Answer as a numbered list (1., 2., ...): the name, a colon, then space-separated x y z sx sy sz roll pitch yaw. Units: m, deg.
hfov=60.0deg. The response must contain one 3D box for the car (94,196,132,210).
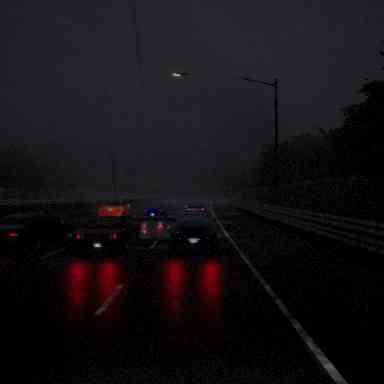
1. car: -6.629 1.487 29.212 2.097 1.767 4.553 0 0 1

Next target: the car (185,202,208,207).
1. car: 0.370 1.618 29.066 2.128 1.511 4.902 0 0 1

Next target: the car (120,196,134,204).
1. car: -14.986 1.886 76.927 2.097 1.767 4.553 0 -1 4

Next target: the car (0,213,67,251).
1. car: -6.908 1.605 14.310 2.033 1.411 5.357 0 0 1

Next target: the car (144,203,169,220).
1. car: -3.129 1.655 29.154 1.812 1.442 4.674 0 0 1

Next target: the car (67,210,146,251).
1. car: -3.408 1.658 14.296 1.895 1.301 4.718 0 0 1

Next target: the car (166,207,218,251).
1. car: 0.091 1.575 14.223 1.812 1.442 4.674 0 0 1

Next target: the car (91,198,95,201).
1. car: -21.972 2.050 77.371 1.812 1.442 4.674 0 -1 4
